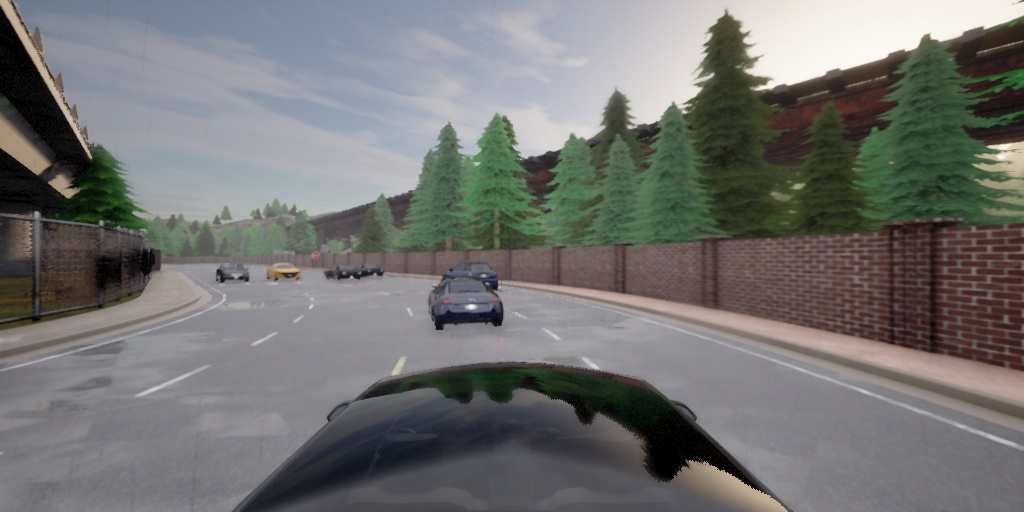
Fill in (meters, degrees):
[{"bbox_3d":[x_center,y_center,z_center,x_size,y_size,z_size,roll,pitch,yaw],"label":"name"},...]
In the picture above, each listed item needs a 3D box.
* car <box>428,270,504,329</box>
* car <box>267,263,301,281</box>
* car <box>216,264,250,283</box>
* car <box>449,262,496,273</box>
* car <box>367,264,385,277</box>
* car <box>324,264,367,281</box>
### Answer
[{"bbox_3d":[-1.609,1.338,11.522,1.994,1.385,4.181,0,0,-15],"label":"car"},{"bbox_3d":[-20.262,1.369,31.766,1.882,1.535,5.008,0,0,-44],"label":"car"},{"bbox_3d":[-23.170,1.395,29.743,2.128,1.511,4.902,0,0,-44],"label":"car"},{"bbox_3d":[-2.669,1.148,22.042,2.097,1.767,4.553,0,0,-30],"label":"car"},{"bbox_3d":[-14.740,1.475,36.239,1.895,1.301,4.718,0,0,-44],"label":"car"},{"bbox_3d":[-14.783,1.467,31.253,1.895,1.301,4.718,0,0,-44],"label":"car"}]
